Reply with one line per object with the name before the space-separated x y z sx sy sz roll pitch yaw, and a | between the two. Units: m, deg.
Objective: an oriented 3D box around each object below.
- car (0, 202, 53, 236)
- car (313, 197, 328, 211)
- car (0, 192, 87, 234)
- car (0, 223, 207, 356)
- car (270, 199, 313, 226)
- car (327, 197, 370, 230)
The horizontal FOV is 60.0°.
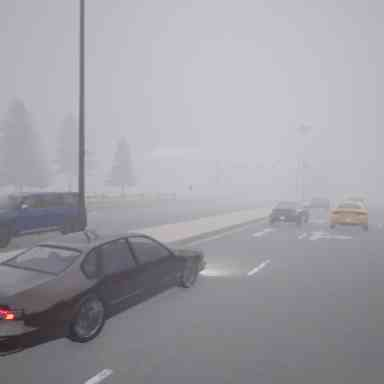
car | -9.683 1.307 16.104 2.033 1.411 5.357 1 1 28
car | 13.961 1.238 36.313 2.033 1.411 5.357 1 1 27
car | -6.928 1.023 13.831 2.150 2.045 5.566 1 1 28
car | -1.619 1.463 6.407 2.033 1.411 5.357 1 1 29
car | 6.342 1.328 21.504 1.812 1.442 4.674 1 1 27
car | 9.541 1.316 20.071 1.882 1.535 5.008 1 1 27
